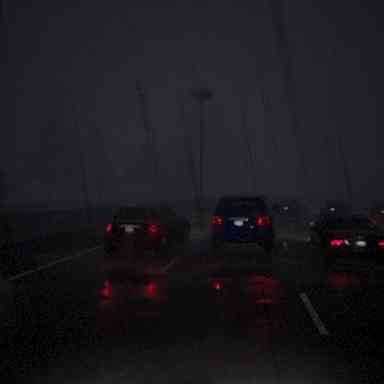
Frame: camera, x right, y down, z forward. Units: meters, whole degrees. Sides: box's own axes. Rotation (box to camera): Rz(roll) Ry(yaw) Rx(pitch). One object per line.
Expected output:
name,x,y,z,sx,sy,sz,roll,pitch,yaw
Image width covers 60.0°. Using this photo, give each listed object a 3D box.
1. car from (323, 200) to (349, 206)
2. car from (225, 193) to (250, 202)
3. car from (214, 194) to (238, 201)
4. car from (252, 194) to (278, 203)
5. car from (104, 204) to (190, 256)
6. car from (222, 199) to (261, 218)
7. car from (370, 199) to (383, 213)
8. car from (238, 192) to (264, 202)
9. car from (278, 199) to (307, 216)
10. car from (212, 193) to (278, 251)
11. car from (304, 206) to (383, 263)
car,12.151,1.335,28.078,1.994,1.385,4.181,0,1,30
car,8.496,1.004,61.674,4.892,1.490,1.837,0,0,-41
car,6.677,1.075,64.802,4.718,1.301,1.895,0,1,-41
car,12.227,1.051,55.644,4.892,1.490,1.837,-1,1,-42
car,-1.531,1.247,12.956,2.097,1.767,4.553,0,1,14
car,4.375,1.369,28.532,1.895,1.301,4.718,0,1,27
car,15.760,1.302,27.345,1.812,1.442,4.674,0,0,31
car,10.460,0.876,58.723,4.553,1.767,2.097,0,1,-41
car,8.857,1.324,29.368,1.994,1.385,4.181,0,1,30
car,2.297,1.111,13.791,2.150,2.045,5.566,0,1,15
car,5.306,1.452,11.643,2.033,1.411,5.357,0,1,14
